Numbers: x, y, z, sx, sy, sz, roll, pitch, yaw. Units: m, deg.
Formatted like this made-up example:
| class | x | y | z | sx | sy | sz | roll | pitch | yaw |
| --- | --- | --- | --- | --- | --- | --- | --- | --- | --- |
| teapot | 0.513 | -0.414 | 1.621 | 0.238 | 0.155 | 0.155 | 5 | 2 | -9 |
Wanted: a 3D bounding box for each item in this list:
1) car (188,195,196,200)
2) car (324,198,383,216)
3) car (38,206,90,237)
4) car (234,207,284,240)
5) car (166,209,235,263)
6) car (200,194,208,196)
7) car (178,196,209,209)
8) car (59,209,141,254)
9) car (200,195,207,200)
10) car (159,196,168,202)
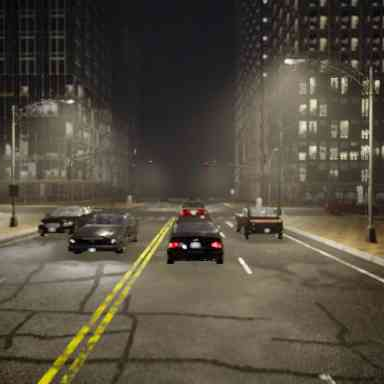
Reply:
| class | x | y | z | sx | sy | sz | roll | pitch | yaw |
| --- | --- | --- | --- | --- | --- | --- | --- | --- | --- |
| car | -0.014 | 1.437 | 95.323 | 1.994 | 1.385 | 4.181 | 0 | 0 | 0 |
| car | 16.196 | 1.569 | 34.118 | 5.009 | 1.841 | 2.192 | 1 | 0 | 1 |
| car | -6.574 | 1.513 | 18.111 | 2.128 | 1.511 | 4.902 | 0 | 0 | 0 |
| car | 3.348 | 1.510 | 17.257 | 2.128 | 1.511 | 4.902 | 0 | 0 | 0 |
| car | 0.097 | 1.561 | 11.944 | 2.033 | 1.411 | 5.357 | 0 | 0 | 0 |
| car | 3.238 | 1.399 | 85.258 | 2.097 | 1.767 | 4.553 | 0 | 0 | 0 |
| car | 0.098 | 1.377 | 23.560 | 2.097 | 1.767 | 4.553 | 0 | 0 | 0 |
| car | -3.342 | 1.563 | 13.767 | 2.033 | 1.411 | 5.357 | 0 | 0 | 0 |
| car | 3.236 | 1.437 | 95.323 | 1.994 | 1.385 | 4.181 | 0 | 0 | 0 |
| car | -6.513 | 1.648 | 76.391 | 1.895 | 1.301 | 4.718 | 0 | 0 | 0 |
